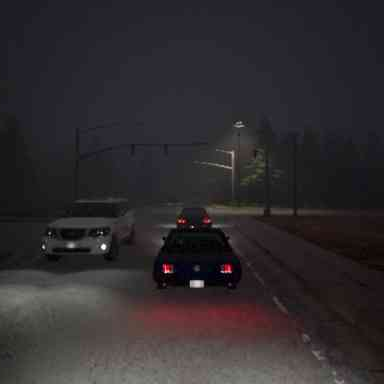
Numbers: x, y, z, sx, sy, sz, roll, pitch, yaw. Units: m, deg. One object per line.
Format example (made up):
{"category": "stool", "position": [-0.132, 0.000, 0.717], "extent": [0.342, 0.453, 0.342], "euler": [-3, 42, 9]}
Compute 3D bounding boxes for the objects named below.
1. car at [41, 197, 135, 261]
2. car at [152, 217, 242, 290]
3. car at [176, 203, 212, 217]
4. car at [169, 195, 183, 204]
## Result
{"category": "car", "position": [-3.577, 1.241, 12.626], "extent": [2.150, 2.045, 5.566], "euler": [0, 0, 0]}
{"category": "car", "position": [0.108, 1.611, 9.090], "extent": [1.895, 1.301, 4.718], "euler": [0, 0, 0]}
{"category": "car", "position": [0.118, 1.542, 18.162], "extent": [1.812, 1.442, 4.674], "euler": [0, 0, 0]}
{"category": "car", "position": [-3.440, 1.424, 67.385], "extent": [2.097, 1.767, 4.553], "euler": [0, 0, 0]}
